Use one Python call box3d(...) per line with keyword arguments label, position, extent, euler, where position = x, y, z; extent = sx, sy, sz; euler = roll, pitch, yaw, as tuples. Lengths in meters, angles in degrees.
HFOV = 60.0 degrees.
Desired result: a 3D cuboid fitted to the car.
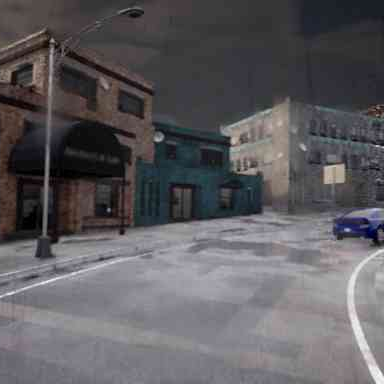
box3d(label="car", position=(8.827, 1.519, 16.225), extent=(5.008, 1.535, 1.882), euler=(0, -2, -38))
